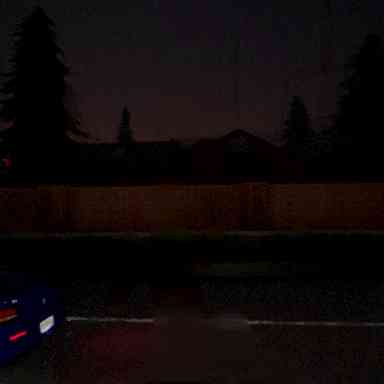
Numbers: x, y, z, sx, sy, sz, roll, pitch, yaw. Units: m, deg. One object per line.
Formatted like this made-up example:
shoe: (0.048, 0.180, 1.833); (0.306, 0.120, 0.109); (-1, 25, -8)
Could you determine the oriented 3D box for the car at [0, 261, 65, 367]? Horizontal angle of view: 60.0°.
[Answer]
car: (-4.145, 1.552, 4.521); (4.674, 1.442, 1.812); (-1, 0, 6)
